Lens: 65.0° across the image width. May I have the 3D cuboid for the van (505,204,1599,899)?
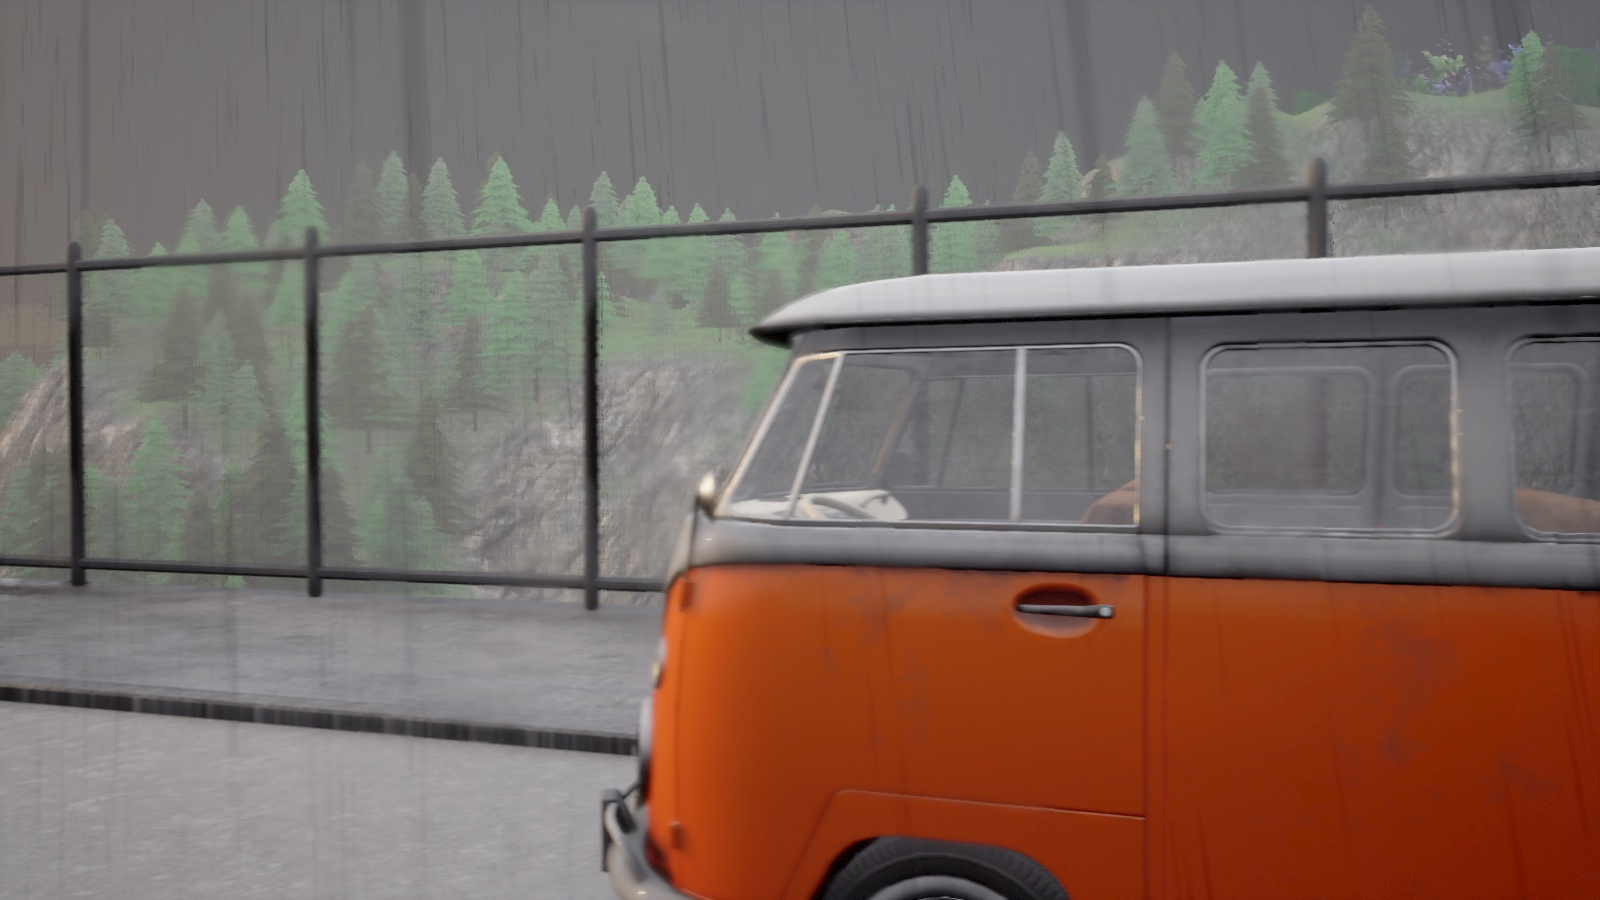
[{"bbox_3d":[1.680,0.535,3.149,4.442,1.987,1.775,1,1,19],"label":"van"}]
